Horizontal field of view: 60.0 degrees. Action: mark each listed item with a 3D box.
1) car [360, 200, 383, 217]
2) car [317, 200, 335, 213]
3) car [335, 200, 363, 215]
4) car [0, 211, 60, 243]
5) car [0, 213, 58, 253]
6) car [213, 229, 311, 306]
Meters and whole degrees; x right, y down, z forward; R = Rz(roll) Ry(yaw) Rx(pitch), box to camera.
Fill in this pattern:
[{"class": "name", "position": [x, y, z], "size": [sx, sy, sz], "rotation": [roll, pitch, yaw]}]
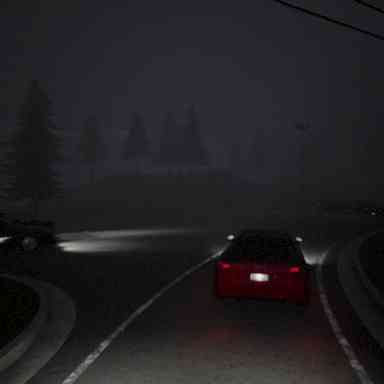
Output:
[{"class": "car", "position": [18.753, 1.737, 31.988], "size": [4.718, 1.301, 1.895], "rotation": [0, 0, -30]}, {"class": "car", "position": [16.814, 1.653, 38.959], "size": [4.902, 1.511, 2.128], "rotation": [0, 0, -30]}, {"class": "car", "position": [18.163, 1.641, 35.695], "size": [4.902, 1.511, 2.128], "rotation": [0, 0, -30]}, {"class": "car", "position": [-8.967, 1.659, 15.852], "size": [4.718, 1.301, 1.895], "rotation": [0, 0, -30]}, {"class": "car", "position": [-7.959, 1.592, 12.388], "size": [5.357, 1.411, 2.033], "rotation": [0, 0, -30]}, {"class": "car", "position": [1.777, 1.598, 8.277], "size": [1.994, 1.385, 4.181], "rotation": [0, 0, 14]}]
